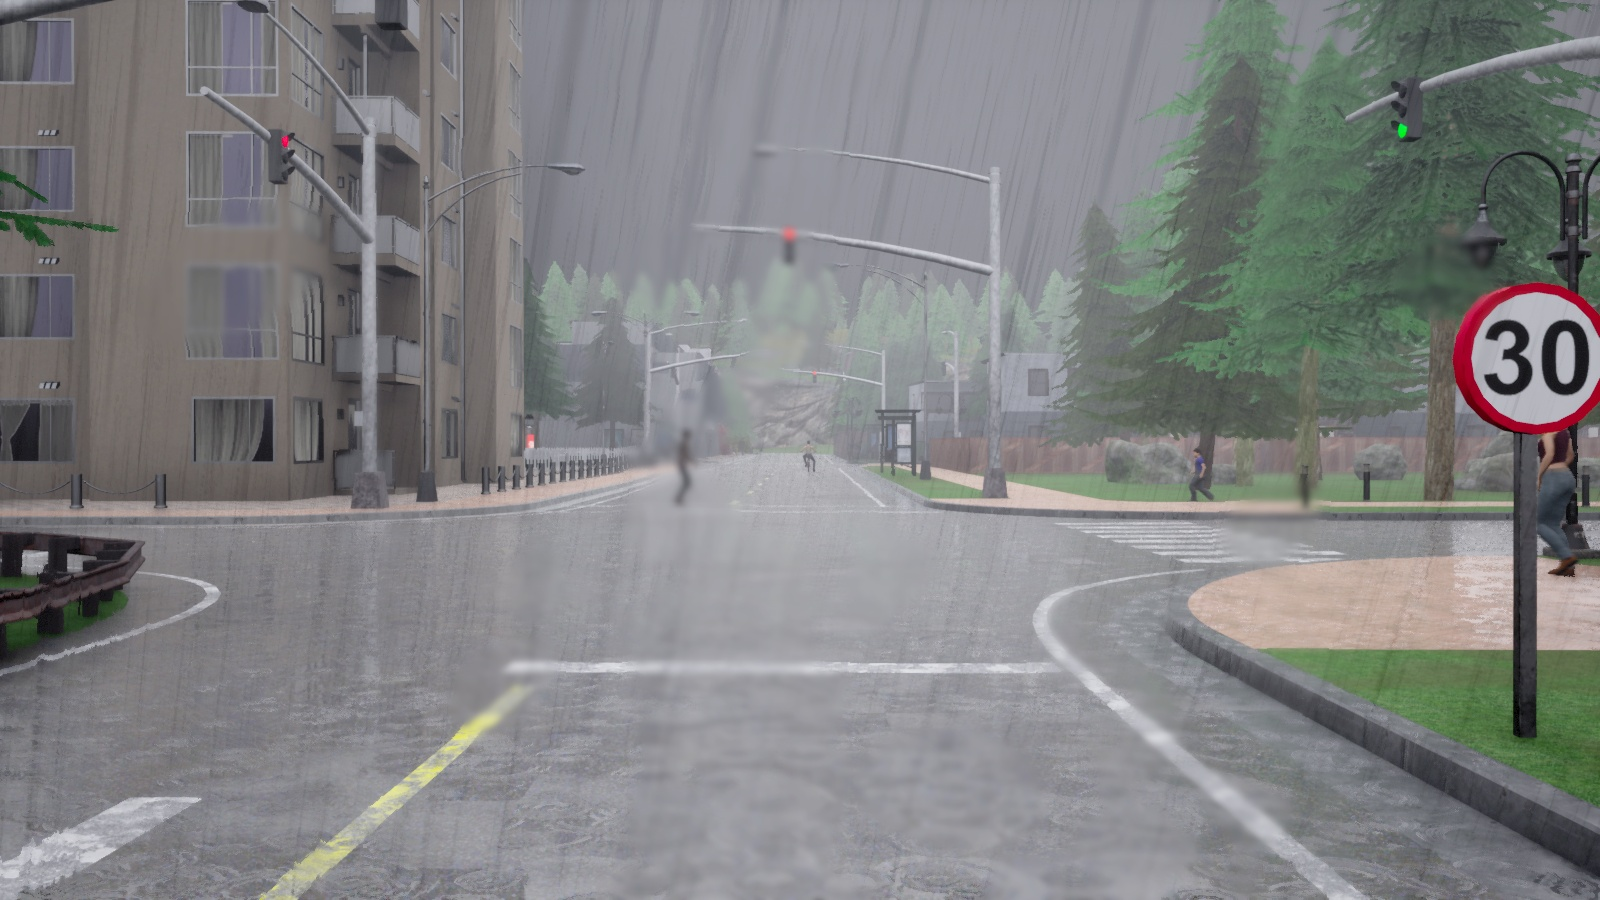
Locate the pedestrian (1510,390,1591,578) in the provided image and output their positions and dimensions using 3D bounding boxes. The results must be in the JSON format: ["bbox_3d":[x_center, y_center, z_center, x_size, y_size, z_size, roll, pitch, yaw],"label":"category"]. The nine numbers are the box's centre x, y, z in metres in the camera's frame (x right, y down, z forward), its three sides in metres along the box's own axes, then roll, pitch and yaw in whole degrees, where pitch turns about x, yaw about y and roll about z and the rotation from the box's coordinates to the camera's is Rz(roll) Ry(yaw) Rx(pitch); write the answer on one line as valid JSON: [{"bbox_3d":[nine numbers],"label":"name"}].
[{"bbox_3d":[7.540,0.332,12.625,0.345,1.836,0.594,0,0,-30],"label":"pedestrian"}]

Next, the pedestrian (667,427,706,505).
[{"bbox_3d":[-2.669,0.369,29.478,0.869,1.805,0.328,0,0,8],"label":"pedestrian"}]

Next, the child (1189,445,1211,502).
[{"bbox_3d":[8.921,0.510,27.998,0.437,1.263,0.270,0,0,21],"label":"child"}]
